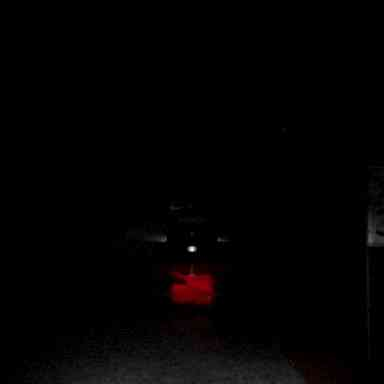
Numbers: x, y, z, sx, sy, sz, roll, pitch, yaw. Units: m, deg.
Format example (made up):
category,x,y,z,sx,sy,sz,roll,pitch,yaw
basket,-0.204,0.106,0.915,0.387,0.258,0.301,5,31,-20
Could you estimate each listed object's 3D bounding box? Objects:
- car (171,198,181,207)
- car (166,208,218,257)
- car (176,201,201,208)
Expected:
category,x,y,z,sx,sy,sz,roll,pitch,yaw
car,-2.944,2.071,65.409,2.097,1.767,4.553,0,-1,0
car,0.018,1.649,13.497,1.837,1.490,4.892,0,0,0
car,0.007,1.792,28.506,2.128,1.511,4.902,0,0,0
